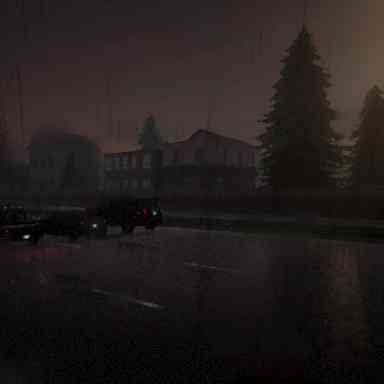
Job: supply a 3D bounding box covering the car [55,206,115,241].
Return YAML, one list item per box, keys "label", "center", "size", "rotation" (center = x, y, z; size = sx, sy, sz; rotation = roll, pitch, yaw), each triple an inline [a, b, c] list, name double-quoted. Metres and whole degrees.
- label: "car"
  center: [-6.236, 1.570, 16.916]
  size: [4.181, 1.385, 1.994]
  rotation: [0, 0, 36]

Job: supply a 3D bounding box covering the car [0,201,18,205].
- label: "car"
  center: [-16.415, 1.493, 28.476]
  size: [4.902, 1.511, 2.128]
  rotation: [0, 0, 36]

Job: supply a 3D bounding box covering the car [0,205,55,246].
- label: "car"
  center: [-8.269, 1.492, 14.066]
  size: [4.902, 1.511, 2.128]
  rotation: [0, 0, 36]

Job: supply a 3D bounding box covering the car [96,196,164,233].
- label: "car"
  center: [-4.228, 1.255, 19.783]
  size: [5.566, 2.045, 2.150]
  rotation: [0, 0, 36]
